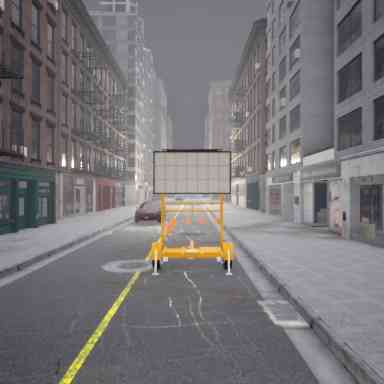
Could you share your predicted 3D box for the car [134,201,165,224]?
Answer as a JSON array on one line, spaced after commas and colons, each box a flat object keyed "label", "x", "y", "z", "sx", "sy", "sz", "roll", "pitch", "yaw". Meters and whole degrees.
[{"label": "car", "x": -3.093, "y": 1.469, "z": 25.135, "sx": 1.882, "sy": 1.535, "sz": 5.008, "roll": 0, "pitch": 0, "yaw": 0}]

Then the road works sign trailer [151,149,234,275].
[{"label": "road works sign trailer", "x": 0.009, "y": 0.462, "z": 10.413, "sx": 2.380, "sy": 3.560, "sz": 2.880, "roll": 0, "pitch": 0, "yaw": 0}]

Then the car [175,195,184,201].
[{"label": "car", "x": -2.979, "y": 1.488, "z": 78.724, "sx": 2.033, "sy": 1.411, "sz": 5.357, "roll": 0, "pitch": 0, "yaw": 0}]
